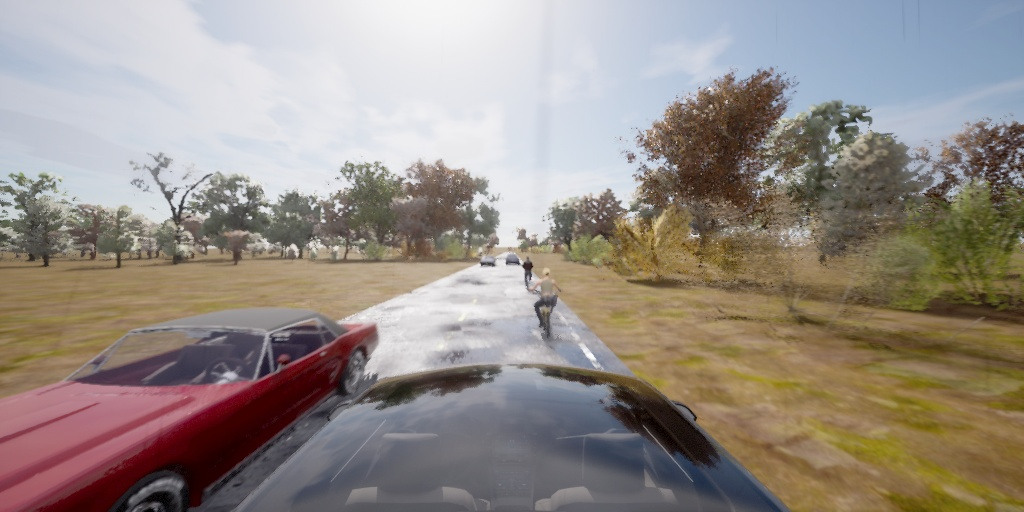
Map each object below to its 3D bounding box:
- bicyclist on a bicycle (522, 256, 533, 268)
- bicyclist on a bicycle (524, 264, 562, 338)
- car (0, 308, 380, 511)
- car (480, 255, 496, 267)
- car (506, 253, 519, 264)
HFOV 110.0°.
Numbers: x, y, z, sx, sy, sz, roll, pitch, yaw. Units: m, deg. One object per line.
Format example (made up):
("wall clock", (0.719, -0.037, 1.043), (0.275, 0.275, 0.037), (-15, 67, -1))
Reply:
("bicyclist on a bicycle", (0.824, 0.868, 18.676), (0.659, 1.776, 1.843), (0, 1, 0))
("bicyclist on a bicycle", (0.824, 1.083, 8.725), (0.866, 1.612, 1.509), (0, 0, 0))
("car", (-3.099, 1.322, 3.684), (1.895, 1.301, 4.718), (0, 1, 0))
("car", (-3.076, 0.619, 46.421), (2.033, 1.411, 5.357), (0, 1, 0))
("car", (0.087, 0.526, 53.396), (1.994, 1.385, 4.181), (0, 1, 0))
